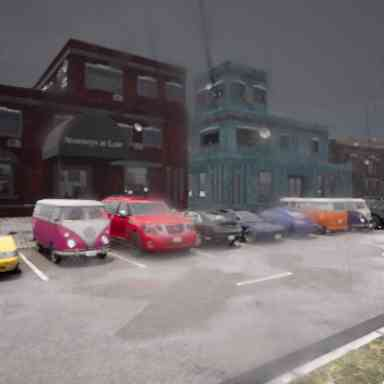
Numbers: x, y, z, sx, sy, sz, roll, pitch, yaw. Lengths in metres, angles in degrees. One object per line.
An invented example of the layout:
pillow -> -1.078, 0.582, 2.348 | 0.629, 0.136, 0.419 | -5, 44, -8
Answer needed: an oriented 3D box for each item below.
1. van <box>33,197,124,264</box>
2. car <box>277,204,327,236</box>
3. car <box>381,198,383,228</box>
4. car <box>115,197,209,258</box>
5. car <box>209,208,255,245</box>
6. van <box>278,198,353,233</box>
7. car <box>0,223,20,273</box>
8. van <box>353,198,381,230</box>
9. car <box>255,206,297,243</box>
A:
van -> -4.299, 1.261, 11.781 | 1.878, 1.987, 4.442 | 1, 0, -35
car -> 4.588, 1.619, 18.244 | 2.002, 1.452, 4.674 | 1, 0, -35
car -> 11.467, 1.412, 23.177 | 2.435, 2.045, 5.566 | 1, 0, -35
car -> -2.087, 1.256, 13.463 | 2.435, 2.045, 5.566 | 1, 0, -35
car -> 0.164, 1.532, 15.092 | 2.231, 1.521, 4.892 | 1, 0, -35
van -> 6.887, 1.381, 20.027 | 1.878, 1.987, 4.442 | 1, 0, -35
car -> -6.525, 1.463, 10.112 | 1.946, 1.575, 5.366 | 1, 0, -35
van -> 9.285, 1.408, 21.446 | 1.878, 1.987, 4.442 | 1, 0, -35
car -> 2.441, 1.584, 16.683 | 2.163, 1.488, 4.792 | 1, 0, -35
